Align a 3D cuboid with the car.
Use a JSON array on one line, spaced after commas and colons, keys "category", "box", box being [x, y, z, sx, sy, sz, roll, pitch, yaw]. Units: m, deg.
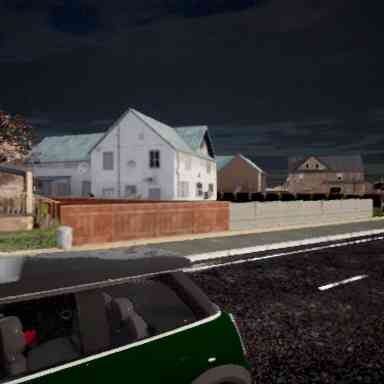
[{"category": "car", "box": [-1.720, 1.352, 2.457, 4.553, 1.767, 2.097, 0, 0, -35]}]
